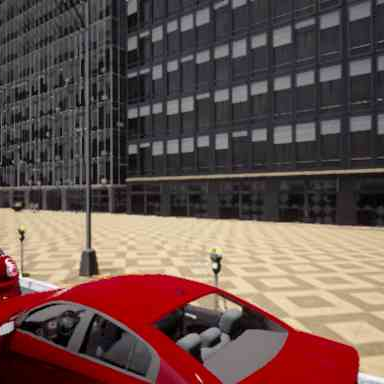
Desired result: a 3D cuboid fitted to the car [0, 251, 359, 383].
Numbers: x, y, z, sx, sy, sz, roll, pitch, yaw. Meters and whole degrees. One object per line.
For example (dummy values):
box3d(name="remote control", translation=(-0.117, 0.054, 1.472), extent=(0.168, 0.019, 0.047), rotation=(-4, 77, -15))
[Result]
box3d(name="car", translation=(-0.733, 1.546, 3.402), extent=(4.507, 1.381, 1.887), rotation=(0, 0, 35))

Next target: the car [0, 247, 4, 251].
box3d(name="car", translation=(-5.242, 1.444, 6.619), extent=(4.097, 1.590, 1.967), rotation=(0, 0, 35))
